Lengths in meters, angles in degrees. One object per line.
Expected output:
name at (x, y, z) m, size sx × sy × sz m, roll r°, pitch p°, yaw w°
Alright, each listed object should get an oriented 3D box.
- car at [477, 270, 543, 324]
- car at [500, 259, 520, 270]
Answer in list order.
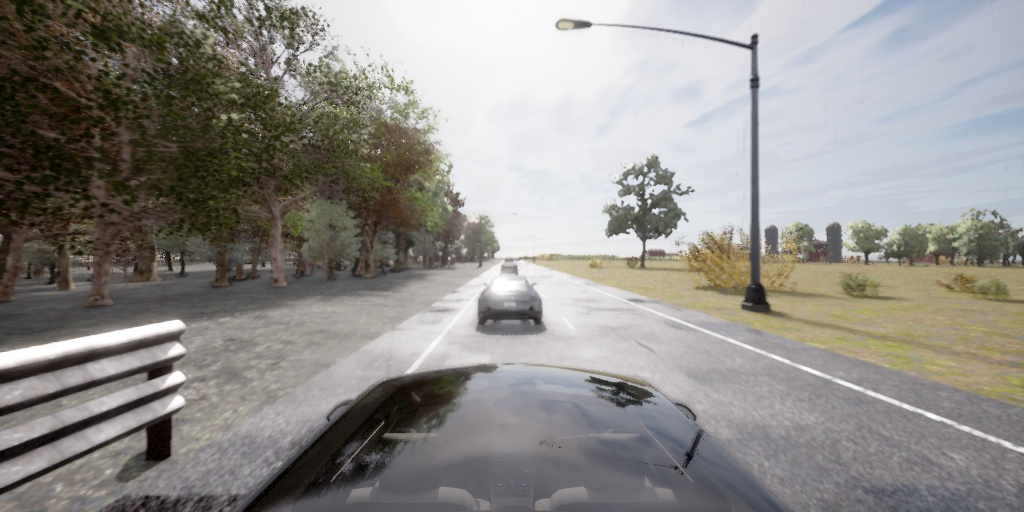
car at (-0.065, 1.352, 12.137) m, size 1.994 × 1.385 × 4.181 m, roll 0°, pitch 0°, yaw 0°
car at (-0.275, 1.366, 39.127) m, size 1.882 × 1.535 × 5.008 m, roll 0°, pitch 0°, yaw 0°
